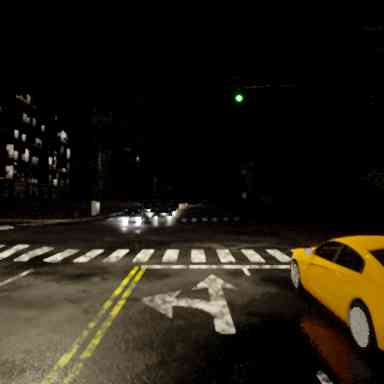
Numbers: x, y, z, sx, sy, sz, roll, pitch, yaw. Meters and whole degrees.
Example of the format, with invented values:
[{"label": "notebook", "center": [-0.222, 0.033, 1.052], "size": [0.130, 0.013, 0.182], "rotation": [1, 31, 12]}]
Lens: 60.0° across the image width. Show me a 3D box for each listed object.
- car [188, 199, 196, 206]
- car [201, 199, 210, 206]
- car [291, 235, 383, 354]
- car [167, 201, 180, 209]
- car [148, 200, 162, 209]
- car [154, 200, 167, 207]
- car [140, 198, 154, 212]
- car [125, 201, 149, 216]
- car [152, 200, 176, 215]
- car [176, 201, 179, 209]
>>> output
[{"label": "car", "center": [0.005, 2.563, 81.389], "size": [2.128, 1.511, 4.902], "rotation": [0, -1, 0]}, {"label": "car", "center": [3.254, 2.508, 80.837], "size": [1.882, 1.535, 5.008], "rotation": [0, -1, 0]}, {"label": "car", "center": [3.362, 1.552, 6.256], "size": [1.882, 1.535, 5.008], "rotation": [-1, 0, 0]}, {"label": "car", "center": [-3.307, 2.316, 60.461], "size": [2.033, 1.411, 5.357], "rotation": [0, -1, 0]}, {"label": "car", "center": [-6.559, 2.229, 59.160], "size": [1.882, 1.535, 5.008], "rotation": [0, -1, 0]}, {"label": "car", "center": [-6.496, 2.391, 69.364], "size": [2.128, 1.511, 4.902], "rotation": [0, -1, 0]}, {"label": "car", "center": [-6.596, 1.844, 48.998], "size": [2.150, 2.045, 5.566], "rotation": [0, -1, 0]}, {"label": "car", "center": [-6.595, 2.100, 39.230], "size": [1.895, 1.301, 4.718], "rotation": [0, -1, 0]}, {"label": "car", "center": [-3.346, 1.994, 40.632], "size": [1.882, 1.535, 5.008], "rotation": [0, -1, 0]}, {"label": "car", "center": [-3.339, 2.125, 49.822], "size": [2.128, 1.511, 4.902], "rotation": [0, -1, 0]}]
